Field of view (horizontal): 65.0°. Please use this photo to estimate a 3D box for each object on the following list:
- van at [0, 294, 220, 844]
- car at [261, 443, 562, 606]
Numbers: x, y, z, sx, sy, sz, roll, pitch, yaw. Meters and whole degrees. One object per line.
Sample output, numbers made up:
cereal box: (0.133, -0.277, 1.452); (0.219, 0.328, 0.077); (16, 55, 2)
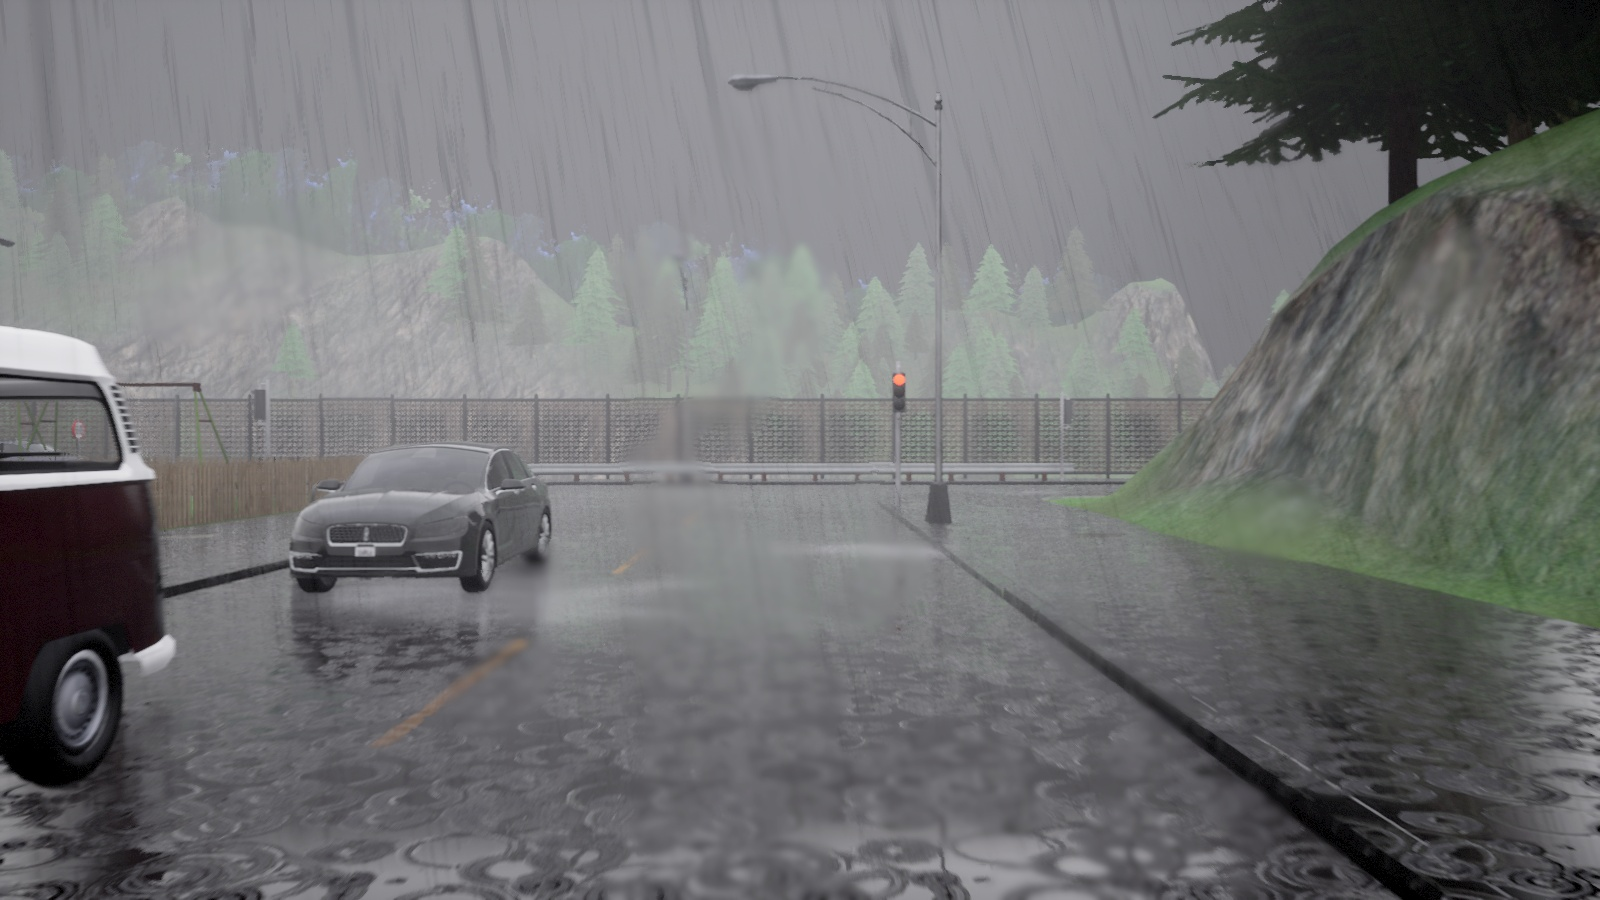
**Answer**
van: (-3.997, 0.443, 4.189); (2.069, 2.038, 4.480); (0, 0, 0)
car: (-4.026, 0.670, 13.958); (1.837, 1.490, 4.892); (0, 0, 0)
